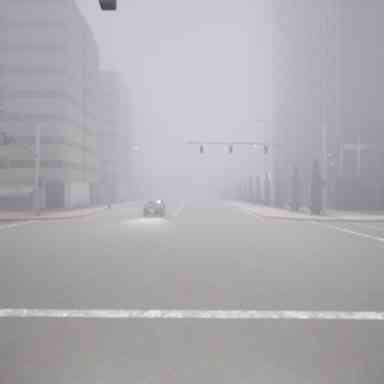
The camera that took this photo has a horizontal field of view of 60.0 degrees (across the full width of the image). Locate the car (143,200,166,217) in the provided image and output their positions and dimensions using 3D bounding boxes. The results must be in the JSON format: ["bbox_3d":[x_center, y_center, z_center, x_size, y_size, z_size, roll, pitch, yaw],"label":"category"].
[{"bbox_3d":[-3.471,1.481,31.354,2.128,1.511,4.902,0,0,0],"label":"car"}]
